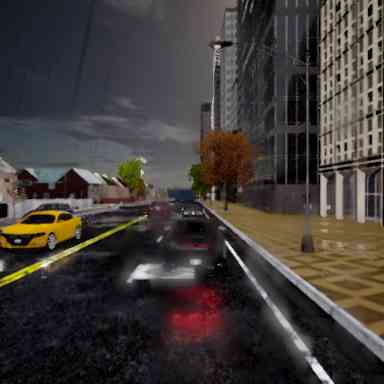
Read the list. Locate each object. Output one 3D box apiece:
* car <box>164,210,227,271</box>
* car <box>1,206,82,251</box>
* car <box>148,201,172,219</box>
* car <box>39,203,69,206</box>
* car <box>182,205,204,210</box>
[{"bbox_3d":[0.097,1.605,11.237,1.837,1.490,4.892,0,0,0],"label":"car"},{"bbox_3d":[-6.593,1.612,15.104,1.882,1.535,5.008,0,-1,0],"label":"car"},{"bbox_3d":[-3.155,1.658,33.238,2.097,1.767,4.553,0,-1,0],"label":"car"},{"bbox_3d":[-9.816,1.560,23.049,2.097,1.767,4.553,0,0,0],"label":"car"},{"bbox_3d":[0.095,1.818,29.533,2.033,1.411,5.357,0,-1,0],"label":"car"}]
